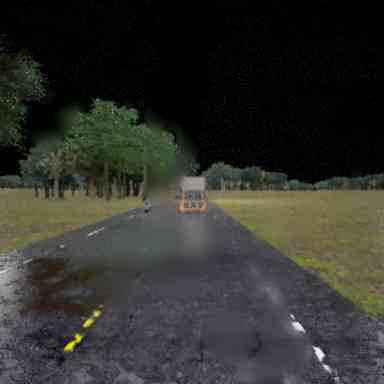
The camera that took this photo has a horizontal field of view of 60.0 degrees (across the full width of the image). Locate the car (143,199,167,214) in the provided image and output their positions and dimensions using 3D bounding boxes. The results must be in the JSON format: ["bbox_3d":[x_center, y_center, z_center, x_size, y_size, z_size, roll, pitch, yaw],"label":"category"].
[{"bbox_3d":[-3.484,1.349,32.041,1.994,1.385,4.181,0,1,0],"label":"car"}]

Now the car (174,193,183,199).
[{"bbox_3d":[-2.953,0.829,73.139,2.033,1.411,5.357,0,1,1],"label":"car"}]

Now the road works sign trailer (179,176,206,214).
[{"bbox_3d":[0.100,0.259,31.198,2.380,3.560,2.880,0,1,0],"label":"road works sign trailer"}]
